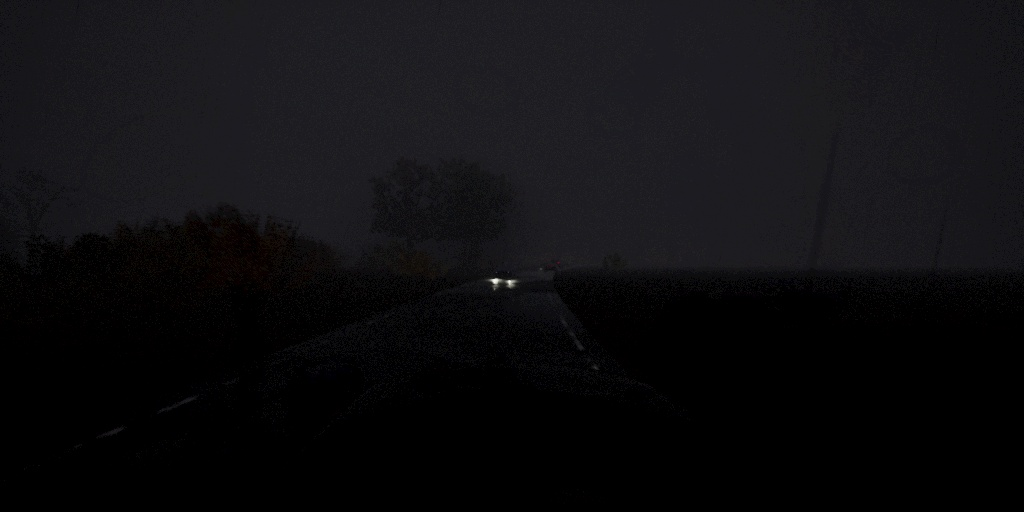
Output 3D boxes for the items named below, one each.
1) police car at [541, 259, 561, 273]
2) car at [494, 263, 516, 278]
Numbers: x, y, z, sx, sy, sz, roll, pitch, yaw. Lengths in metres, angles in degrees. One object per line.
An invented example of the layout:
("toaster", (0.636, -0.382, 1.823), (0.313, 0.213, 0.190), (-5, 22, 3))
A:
("police car", (5.998, 1.660, 54.737), (1.930, 1.638, 5.238), (0, 0, 11))
("car", (-0.686, 1.547, 38.696), (1.882, 1.535, 5.008), (0, 0, 8))
